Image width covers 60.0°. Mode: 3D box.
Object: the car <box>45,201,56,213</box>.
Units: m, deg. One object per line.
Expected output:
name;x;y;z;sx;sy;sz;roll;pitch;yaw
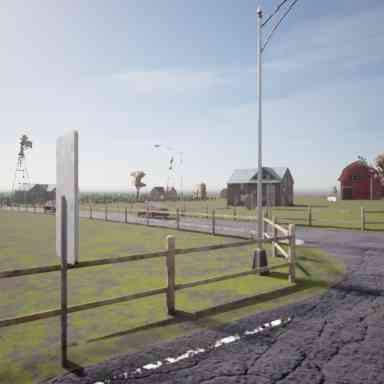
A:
car;-20.325;2.106;49.443;2.097;1.767;4.553;0;-1;-43

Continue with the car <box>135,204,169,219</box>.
car;-4.244;1.969;34.892;1.812;1.442;4.674;0;-1;-39
